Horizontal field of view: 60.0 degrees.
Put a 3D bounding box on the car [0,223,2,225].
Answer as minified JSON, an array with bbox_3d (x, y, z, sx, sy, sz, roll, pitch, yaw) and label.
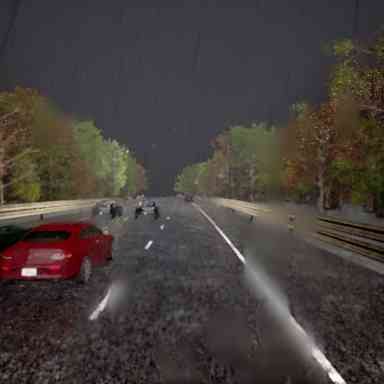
[{"bbox_3d":[-6.989,1.600,10.822,1.895,1.301,4.718,0,0,0],"label":"car"}]

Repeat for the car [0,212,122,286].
[{"bbox_3d":[-3.447,1.524,9.317,1.812,1.442,4.674,0,0,0],"label":"car"}]

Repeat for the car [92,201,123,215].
[{"bbox_3d":[-7.209,1.501,28.656,2.128,1.511,4.902,0,0,-1],"label":"car"}]

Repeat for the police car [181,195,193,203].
[{"bbox_3d":[-0.762,1.559,73.097,1.930,1.638,5.238,0,0,-3],"label":"police car"}]

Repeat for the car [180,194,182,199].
[{"bbox_3d":[-1.278,1.706,83.038,1.812,1.442,4.674,0,0,-3],"label":"car"}]

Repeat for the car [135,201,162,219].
[{"bbox_3d":[-3.706,1.500,28.643,2.128,1.511,4.902,0,0,-1],"label":"car"}]
